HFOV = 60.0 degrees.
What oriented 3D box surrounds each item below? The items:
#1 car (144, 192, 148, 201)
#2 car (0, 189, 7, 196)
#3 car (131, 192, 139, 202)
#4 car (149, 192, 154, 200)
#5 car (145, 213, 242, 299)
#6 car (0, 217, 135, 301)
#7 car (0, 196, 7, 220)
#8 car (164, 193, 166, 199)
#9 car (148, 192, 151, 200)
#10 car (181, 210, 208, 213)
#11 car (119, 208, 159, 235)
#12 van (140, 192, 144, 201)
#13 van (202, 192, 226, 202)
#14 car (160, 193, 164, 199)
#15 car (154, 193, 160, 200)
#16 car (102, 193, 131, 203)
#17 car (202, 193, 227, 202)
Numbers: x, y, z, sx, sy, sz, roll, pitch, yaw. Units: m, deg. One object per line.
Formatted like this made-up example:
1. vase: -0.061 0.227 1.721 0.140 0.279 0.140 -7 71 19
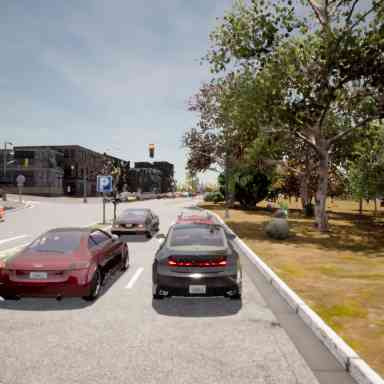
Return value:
1. car: -13.049 1.321 74.722 4.892 1.521 2.231 -1 0 -14
2. car: -31.191 0.137 53.626 2.002 1.452 4.674 6 -3 -19
3. car: -13.831 1.315 65.759 5.366 1.575 1.946 -1 0 -15
4. car: -12.307 1.359 80.719 4.674 1.452 2.002 -1 0 -13
5. car: 0.104 1.515 8.447 1.837 1.490 4.892 0 0 0
6. car: -2.905 1.574 8.400 1.994 1.385 4.181 0 0 1
7. car: -16.639 1.403 24.959 4.553 1.767 2.185 -1 0 -19
8. car: -10.625 1.316 92.687 5.008 1.535 2.097 -1 0 -12
9. car: -12.677 1.359 77.718 4.674 1.452 2.002 -1 0 -13
10. car: 0.150 1.625 17.716 1.895 1.301 4.718 0 0 0
11. car: -2.853 1.572 17.619 2.033 1.411 5.357 0 0 1
12. van: -13.275 1.093 71.751 4.442 1.987 1.878 -1 0 -14
13. van: 4.252 1.043 65.370 4.442 1.987 1.878 1 0 -14
14. car: -11.046 1.065 89.708 5.566 2.045 2.435 -1 0 -12
15. car: -11.494 1.357 86.702 4.674 1.452 2.002 -1 0 -12
16. car: -14.475 1.358 62.766 4.792 1.488 2.163 -1 0 -15
17. car: 4.634 1.141 68.340 4.553 1.767 2.185 1 0 -14
